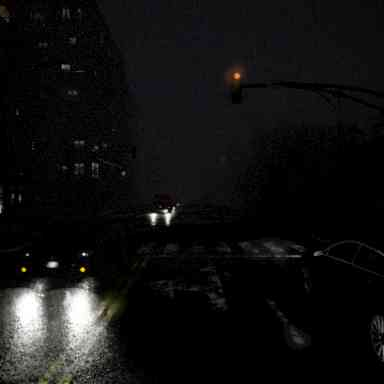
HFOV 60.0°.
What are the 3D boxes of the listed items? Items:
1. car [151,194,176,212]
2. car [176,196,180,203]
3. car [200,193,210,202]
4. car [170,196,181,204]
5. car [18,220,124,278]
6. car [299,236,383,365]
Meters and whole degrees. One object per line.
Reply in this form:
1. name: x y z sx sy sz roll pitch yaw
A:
1. car: -3.412 1.225 38.526 2.150 2.045 5.566 0 0 0
2. car: -3.428 1.504 51.419 2.128 1.511 4.902 0 0 0
3. car: 3.123 1.258 78.186 2.150 2.045 5.566 0 0 0
4. car: -3.377 1.586 67.776 1.994 1.385 4.181 0 0 0
5. car: -3.369 1.563 10.018 1.994 1.385 4.181 0 0 0
6. car: 3.341 1.491 5.654 2.128 1.511 4.902 0 0 0
